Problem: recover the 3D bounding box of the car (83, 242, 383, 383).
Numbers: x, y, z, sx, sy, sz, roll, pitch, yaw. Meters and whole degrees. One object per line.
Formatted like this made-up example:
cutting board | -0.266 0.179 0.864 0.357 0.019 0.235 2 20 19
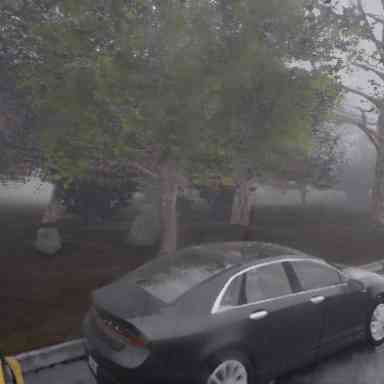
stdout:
car | 1.007 1.475 4.751 4.892 1.521 2.231 -1 2 -33
